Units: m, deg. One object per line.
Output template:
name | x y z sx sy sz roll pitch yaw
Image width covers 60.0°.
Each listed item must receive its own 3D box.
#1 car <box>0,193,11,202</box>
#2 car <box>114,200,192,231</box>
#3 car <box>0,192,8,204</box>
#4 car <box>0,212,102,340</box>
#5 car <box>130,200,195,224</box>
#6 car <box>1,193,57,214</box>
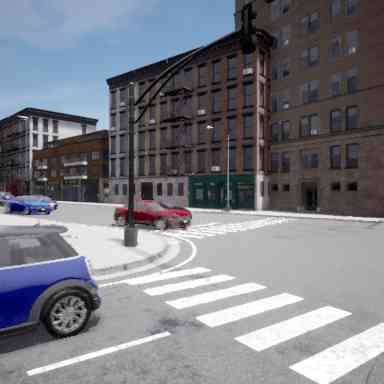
car | -33.140 0.897 57.609 4.674 1.442 1.812 0 0 43
car | -2.324 1.245 18.911 5.008 1.535 1.882 1 0 37
car | -24.964 0.997 41.394 4.674 1.442 1.812 1 0 41
car | -3.797 1.352 4.946 4.553 1.767 2.097 0 0 -37
car | -2.069 1.322 22.842 4.181 1.385 1.994 1 0 37
car | -13.623 1.094 27.721 5.008 1.535 1.882 0 0 39
